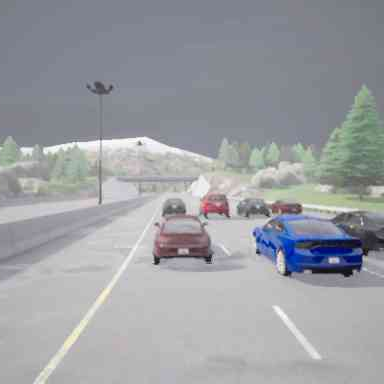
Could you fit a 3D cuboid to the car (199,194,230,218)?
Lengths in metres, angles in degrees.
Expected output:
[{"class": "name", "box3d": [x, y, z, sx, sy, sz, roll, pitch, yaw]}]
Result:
[{"class": "car", "box3d": [1.933, 1.171, 29.698, 2.150, 2.045, 5.566, 0, 0, -4]}]

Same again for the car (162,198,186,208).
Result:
[{"class": "car", "box3d": [-1.645, 1.307, 30.636, 2.097, 1.767, 4.553, 0, 0, -4]}]

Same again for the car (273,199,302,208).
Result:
[{"class": "car", "box3d": [8.810, 1.410, 31.660, 1.882, 1.535, 5.008, 0, 0, -4]}]

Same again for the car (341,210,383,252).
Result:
[{"class": "car", "box3d": [6.564, 1.471, 12.965, 1.837, 1.490, 4.892, 0, 0, -3]}]

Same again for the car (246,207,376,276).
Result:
[{"class": "car", "box3d": [3.218, 1.455, 10.298, 1.882, 1.535, 5.008, 0, 0, -3]}]

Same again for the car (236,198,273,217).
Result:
[{"class": "car", "box3d": [5.412, 1.294, 30.089, 2.097, 1.767, 4.553, 0, 0, -4]}]

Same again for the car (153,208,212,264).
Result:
[{"class": "car", "box3d": [-0.366, 1.508, 11.715, 1.812, 1.442, 4.674, 0, 0, -3]}]
